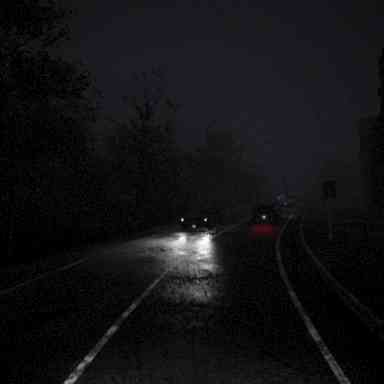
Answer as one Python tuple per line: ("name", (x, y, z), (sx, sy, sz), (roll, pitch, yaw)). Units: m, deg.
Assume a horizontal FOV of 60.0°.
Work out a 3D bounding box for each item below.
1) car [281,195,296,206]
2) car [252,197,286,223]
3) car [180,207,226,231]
("car", (11.845, 1.062, 41.385), (1.895, 1.301, 4.718), (-2, 1, 21))
("car", (5.752, 1.412, 25.124), (1.837, 1.490, 4.892), (-2, 1, 20))
("car", (0.782, 1.683, 21.550), (1.895, 1.301, 4.718), (-1, 0, 18))
